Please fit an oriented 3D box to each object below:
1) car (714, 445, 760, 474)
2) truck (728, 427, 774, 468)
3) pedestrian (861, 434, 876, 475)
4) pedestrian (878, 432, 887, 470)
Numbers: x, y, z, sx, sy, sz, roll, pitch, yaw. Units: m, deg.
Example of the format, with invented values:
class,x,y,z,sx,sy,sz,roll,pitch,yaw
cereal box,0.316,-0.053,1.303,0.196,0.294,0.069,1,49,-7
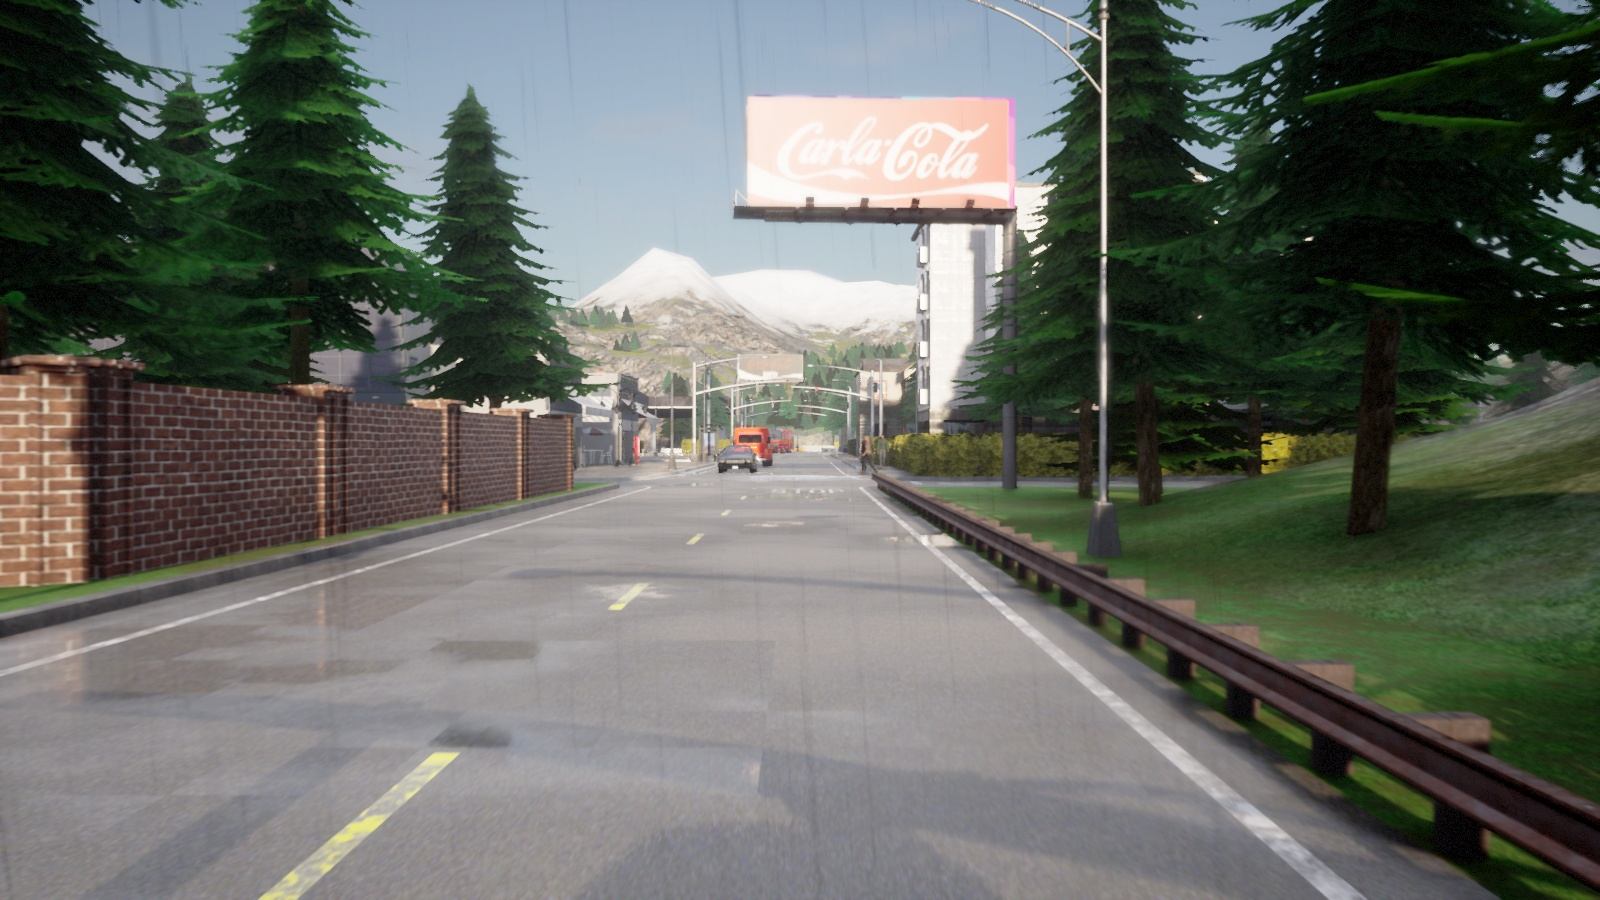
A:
class,x,y,z,sx,sy,sz,roll,pitch,yaw
car,-3.123,0.434,63.481,2.033,1.411,5.357,0,0,0
truck,-3.036,-0.186,78.683,2.627,2.467,5.204,0,0,0
pedestrian,3.096,0.214,56.858,0.634,1.846,0.331,0,0,6
pedestrian,4.088,0.056,62.246,0.353,1.847,0.614,0,0,12
